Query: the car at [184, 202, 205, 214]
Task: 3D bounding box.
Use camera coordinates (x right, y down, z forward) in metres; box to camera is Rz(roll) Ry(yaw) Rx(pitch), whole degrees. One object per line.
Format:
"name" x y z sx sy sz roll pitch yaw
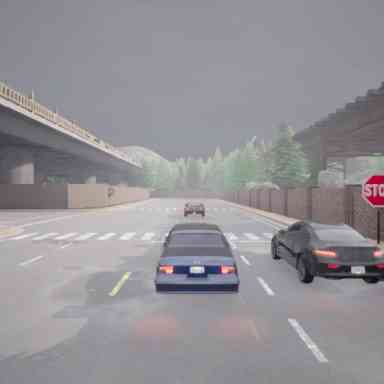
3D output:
"car" 0.252 1.598 32.317 1.895 1.301 4.718 0 0 0

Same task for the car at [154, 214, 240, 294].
"car" 0.099 1.546 8.908 2.033 1.411 5.357 0 0 0

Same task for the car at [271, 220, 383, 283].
"car" 3.600 1.525 9.505 1.812 1.442 4.674 0 0 0
